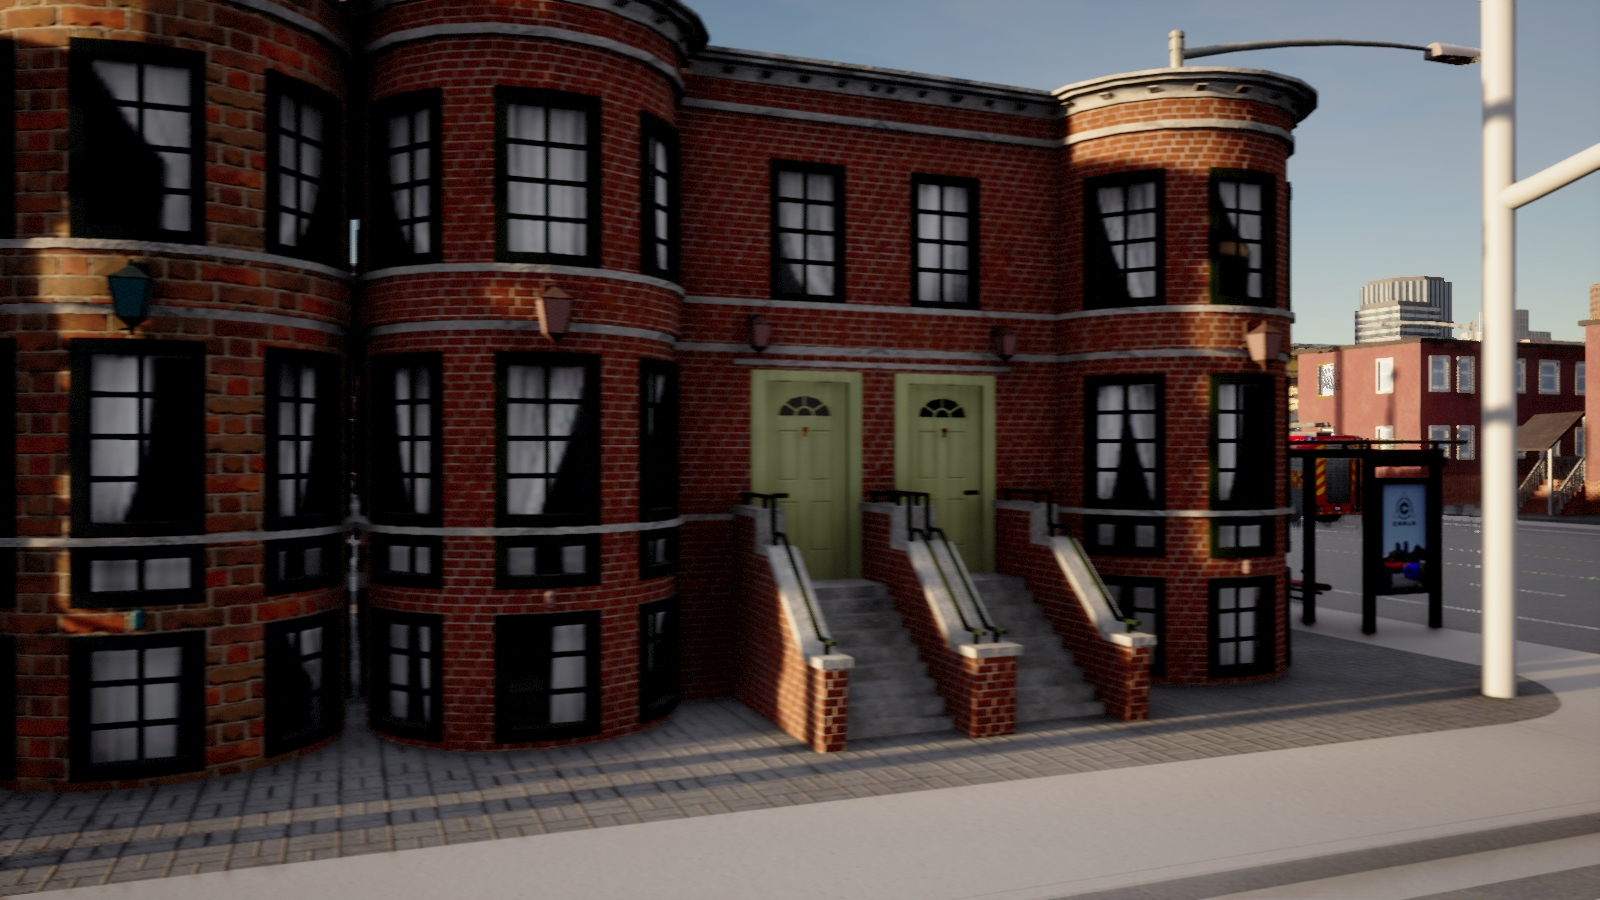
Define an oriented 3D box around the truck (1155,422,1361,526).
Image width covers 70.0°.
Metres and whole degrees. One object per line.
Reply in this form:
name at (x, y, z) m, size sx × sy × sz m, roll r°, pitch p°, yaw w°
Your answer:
truck at (18.378, 0.890, 46.642) m, size 2.891 × 3.827 × 8.468 m, roll 0°, pitch 0°, yaw -20°
